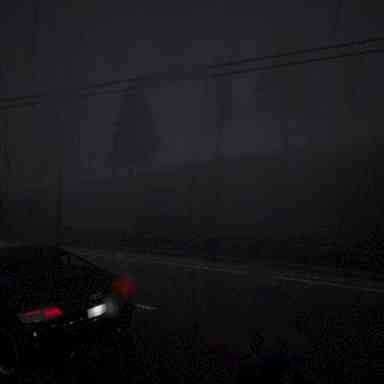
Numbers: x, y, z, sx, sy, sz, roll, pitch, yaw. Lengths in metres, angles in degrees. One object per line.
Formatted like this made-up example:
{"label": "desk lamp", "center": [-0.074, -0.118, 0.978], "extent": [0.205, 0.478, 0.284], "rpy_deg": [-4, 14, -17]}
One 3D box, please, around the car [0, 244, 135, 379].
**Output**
{"label": "car", "center": [-2.995, 1.596, 5.545], "extent": [4.181, 1.385, 1.994], "rpy_deg": [-1, 0, 31]}
